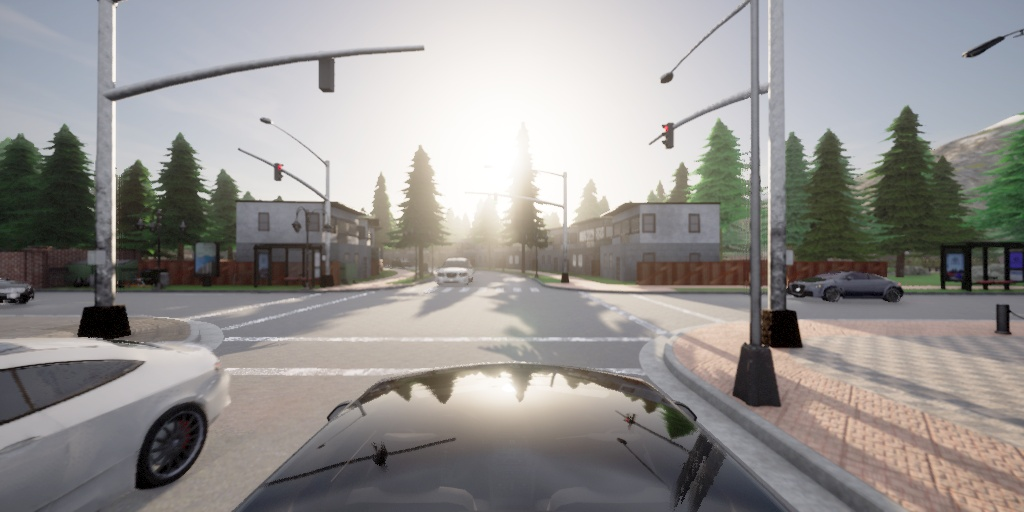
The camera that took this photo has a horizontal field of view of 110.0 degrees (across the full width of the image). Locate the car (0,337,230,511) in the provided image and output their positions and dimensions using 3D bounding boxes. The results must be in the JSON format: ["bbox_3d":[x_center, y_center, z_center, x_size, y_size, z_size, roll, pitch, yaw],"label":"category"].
[{"bbox_3d":[-3.841,1.330,1.887,1.812,1.442,4.674,0,1,-1],"label":"car"}]

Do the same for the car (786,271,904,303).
[{"bbox_3d":[15.395,1.385,16.729,4.181,1.385,1.994,0,0,2],"label":"car"}]

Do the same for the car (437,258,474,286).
[{"bbox_3d":[-4.085,1.197,26.634,2.150,2.045,5.566,0,1,-1],"label":"car"}]

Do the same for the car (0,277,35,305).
[{"bbox_3d":[-22.018,1.297,14.163,4.902,1.511,2.128,0,0,2],"label":"car"}]
